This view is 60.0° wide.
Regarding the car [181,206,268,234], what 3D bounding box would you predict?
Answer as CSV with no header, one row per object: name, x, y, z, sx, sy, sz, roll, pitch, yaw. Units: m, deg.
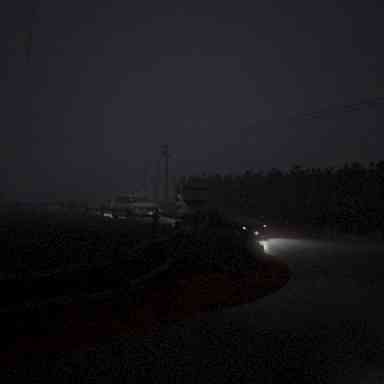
car,1.494,1.540,17.743,2.033,1.411,5.357,0,0,-35

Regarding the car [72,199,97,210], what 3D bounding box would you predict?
car,-12.052,1.485,36.897,2.128,1.511,4.902,0,0,-35

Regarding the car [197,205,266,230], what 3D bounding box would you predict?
car,2.478,1.592,22.217,1.895,1.301,4.718,0,0,-35

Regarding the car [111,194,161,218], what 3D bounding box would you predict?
car,-4.570,1.215,26.298,2.150,2.045,5.566,0,0,-35
